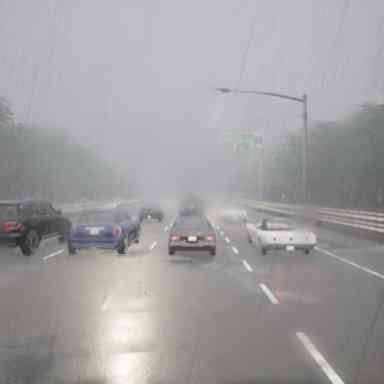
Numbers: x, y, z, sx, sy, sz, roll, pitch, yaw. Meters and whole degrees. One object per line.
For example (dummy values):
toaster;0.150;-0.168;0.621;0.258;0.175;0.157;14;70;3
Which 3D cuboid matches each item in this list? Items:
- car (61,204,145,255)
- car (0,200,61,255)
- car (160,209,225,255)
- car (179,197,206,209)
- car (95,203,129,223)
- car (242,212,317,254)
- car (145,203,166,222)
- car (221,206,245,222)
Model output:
car;-3.484;1.479;14.033;2.097;1.767;4.553;0;-1;0
car;-6.987;1.345;13.989;2.150;2.045;5.566;0;0;0
car;0.013;1.676;13.945;2.033;1.411;5.357;0;0;0
car;0.050;1.473;28.964;2.150;2.045;5.566;0;0;0
car;-6.945;1.786;29.346;1.812;1.442;4.674;0;0;0
car;3.514;1.730;14.058;1.895;1.301;4.718;0;0;0
car;-3.445;1.767;29.249;1.837;1.490;4.892;0;0;0
car;3.551;1.858;29.034;1.895;1.301;4.718;0;0;0
